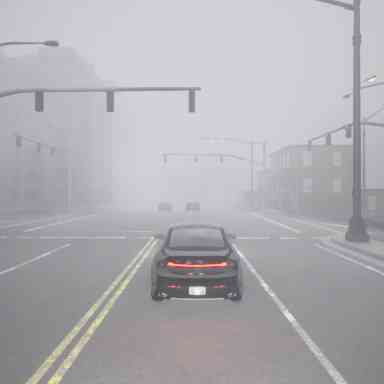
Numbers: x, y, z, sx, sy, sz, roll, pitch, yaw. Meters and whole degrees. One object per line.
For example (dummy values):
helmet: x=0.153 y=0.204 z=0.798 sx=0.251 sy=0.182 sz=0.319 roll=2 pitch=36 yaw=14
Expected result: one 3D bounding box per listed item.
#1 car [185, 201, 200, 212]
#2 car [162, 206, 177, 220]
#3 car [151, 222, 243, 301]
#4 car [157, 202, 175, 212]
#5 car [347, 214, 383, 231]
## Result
car: x=0.088 y=1.961 z=44.752 sx=1.882 sy=1.535 sz=5.008 roll=0 pitch=-4 yaw=0
car: x=-3.628 y=3.522 z=54.965 sx=2.128 sy=1.511 sz=4.902 roll=0 pitch=-12 yaw=0
car: x=0.094 y=1.505 z=8.321 sx=1.837 sy=1.490 sz=4.892 roll=0 pitch=0 yaw=0
car: x=-3.630 y=2.066 z=45.558 sx=1.837 sy=1.490 sz=4.892 roll=0 pitch=-5 yaw=0
car: x=15.497 y=2.573 z=28.216 sx=4.181 sy=1.385 sz=1.994 roll=8 pitch=0 yaw=0
